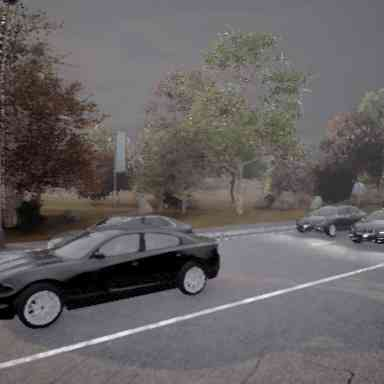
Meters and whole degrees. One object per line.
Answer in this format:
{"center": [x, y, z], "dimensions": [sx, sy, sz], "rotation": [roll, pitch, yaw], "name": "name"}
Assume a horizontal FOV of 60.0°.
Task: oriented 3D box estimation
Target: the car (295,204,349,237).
{"center": [7.624, 1.461, 17.964], "dimensions": [4.892, 1.490, 1.837], "rotation": [0, 0, -35], "name": "car"}

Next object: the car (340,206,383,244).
{"center": [8.814, 1.469, 14.520], "dimensions": [4.892, 1.490, 1.837], "rotation": [0, 0, -35], "name": "car"}

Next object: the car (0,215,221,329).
{"center": [-1.650, 1.462, 7.111], "dimensions": [5.008, 1.535, 1.882], "rotation": [0, 0, -35], "name": "car"}

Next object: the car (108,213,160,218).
{"center": [-2.154, 1.481, 11.044], "dimensions": [4.892, 1.490, 1.837], "rotation": [0, 0, -35], "name": "car"}
